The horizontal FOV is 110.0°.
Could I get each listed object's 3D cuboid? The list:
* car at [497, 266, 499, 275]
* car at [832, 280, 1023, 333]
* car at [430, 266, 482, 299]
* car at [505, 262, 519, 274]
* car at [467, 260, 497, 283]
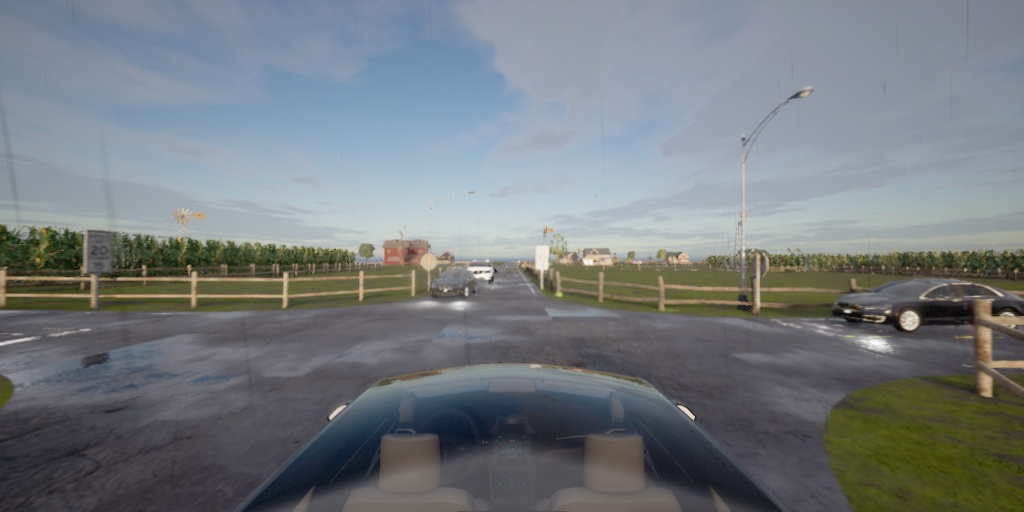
[{"bbox_3d":[-2.813,2.008,51.776,1.895,1.301,4.718,0,-1,0],"label":"car"},{"bbox_3d":[12.867,1.493,11.204,4.892,1.490,1.837,0,-1,-1],"label":"car"},{"bbox_3d":[-3.152,1.499,20.260,1.837,1.490,4.892,0,-1,4],"label":"car"},{"bbox_3d":[0.009,1.947,55.454,2.128,1.511,4.902,0,-1,0],"label":"car"},{"bbox_3d":[-2.846,1.384,33.036,2.150,2.045,5.566,0,-1,0],"label":"car"}]
